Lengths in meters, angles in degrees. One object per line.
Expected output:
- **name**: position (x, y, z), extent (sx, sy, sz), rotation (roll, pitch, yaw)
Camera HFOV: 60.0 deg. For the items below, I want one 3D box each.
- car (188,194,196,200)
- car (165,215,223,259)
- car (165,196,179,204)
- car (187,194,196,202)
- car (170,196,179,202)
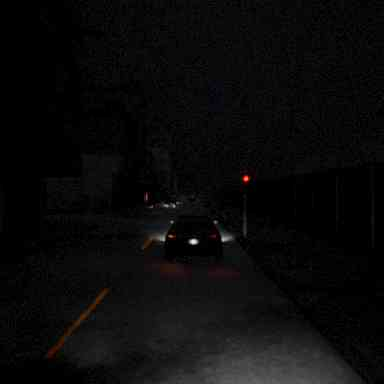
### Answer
- **car**: position (-0.026, 1.375, 88.003), extent (1.882, 1.535, 5.008), rotation (0, 0, 0)
- **car**: position (0.063, 1.572, 12.660), extent (1.994, 1.385, 4.181), rotation (0, 0, 0)
- **car**: position (-4.031, 1.647, 63.114), extent (1.895, 1.301, 4.718), rotation (0, 0, 0)
- **car**: position (-0.021, 1.574, 77.583), extent (2.128, 1.511, 4.902), rotation (0, 0, 0)
- **car**: position (-4.021, 1.647, 78.600), extent (1.895, 1.301, 4.718), rotation (0, 0, 0)
